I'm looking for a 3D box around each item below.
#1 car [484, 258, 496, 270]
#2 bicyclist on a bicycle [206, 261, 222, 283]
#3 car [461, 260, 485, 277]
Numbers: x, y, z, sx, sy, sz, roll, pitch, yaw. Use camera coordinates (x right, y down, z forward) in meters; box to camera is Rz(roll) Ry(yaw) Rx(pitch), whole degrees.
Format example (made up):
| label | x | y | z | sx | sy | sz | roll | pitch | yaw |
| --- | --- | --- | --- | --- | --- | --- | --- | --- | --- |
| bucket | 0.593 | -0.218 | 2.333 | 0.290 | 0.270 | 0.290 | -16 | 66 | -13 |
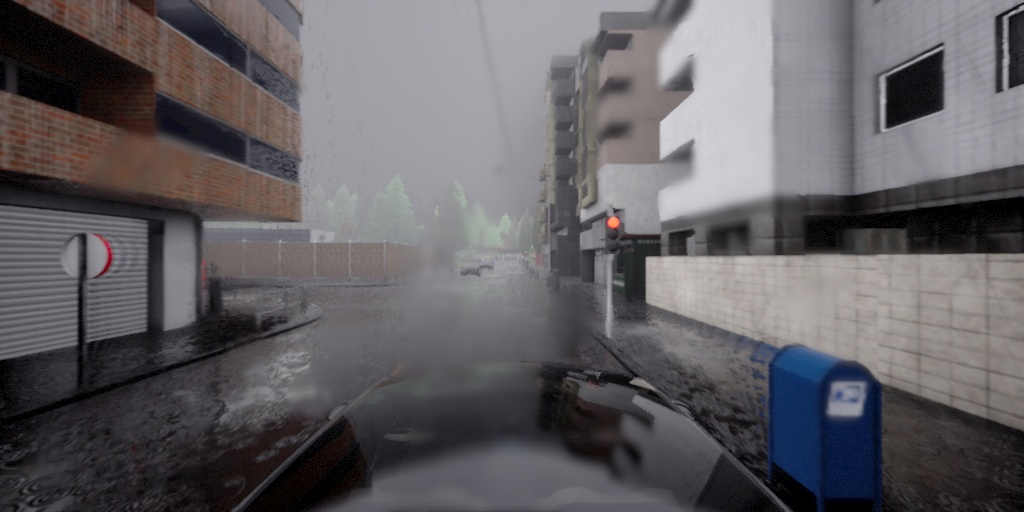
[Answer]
| label | x | y | z | sx | sy | sz | roll | pitch | yaw |
| --- | --- | --- | --- | --- | --- | --- | --- | --- | --- |
| car | -4.059 | 1.321 | 58.396 | 2.097 | 1.767 | 4.553 | 0 | 0 | 0 |
| bicyclist on a bicycle | -22.191 | 1.196 | 26.633 | 0.582 | 1.620 | 1.656 | 0 | 0 | 0 |
| car | -4.117 | 1.393 | 36.984 | 1.837 | 1.490 | 4.892 | 0 | 0 | 0 |
